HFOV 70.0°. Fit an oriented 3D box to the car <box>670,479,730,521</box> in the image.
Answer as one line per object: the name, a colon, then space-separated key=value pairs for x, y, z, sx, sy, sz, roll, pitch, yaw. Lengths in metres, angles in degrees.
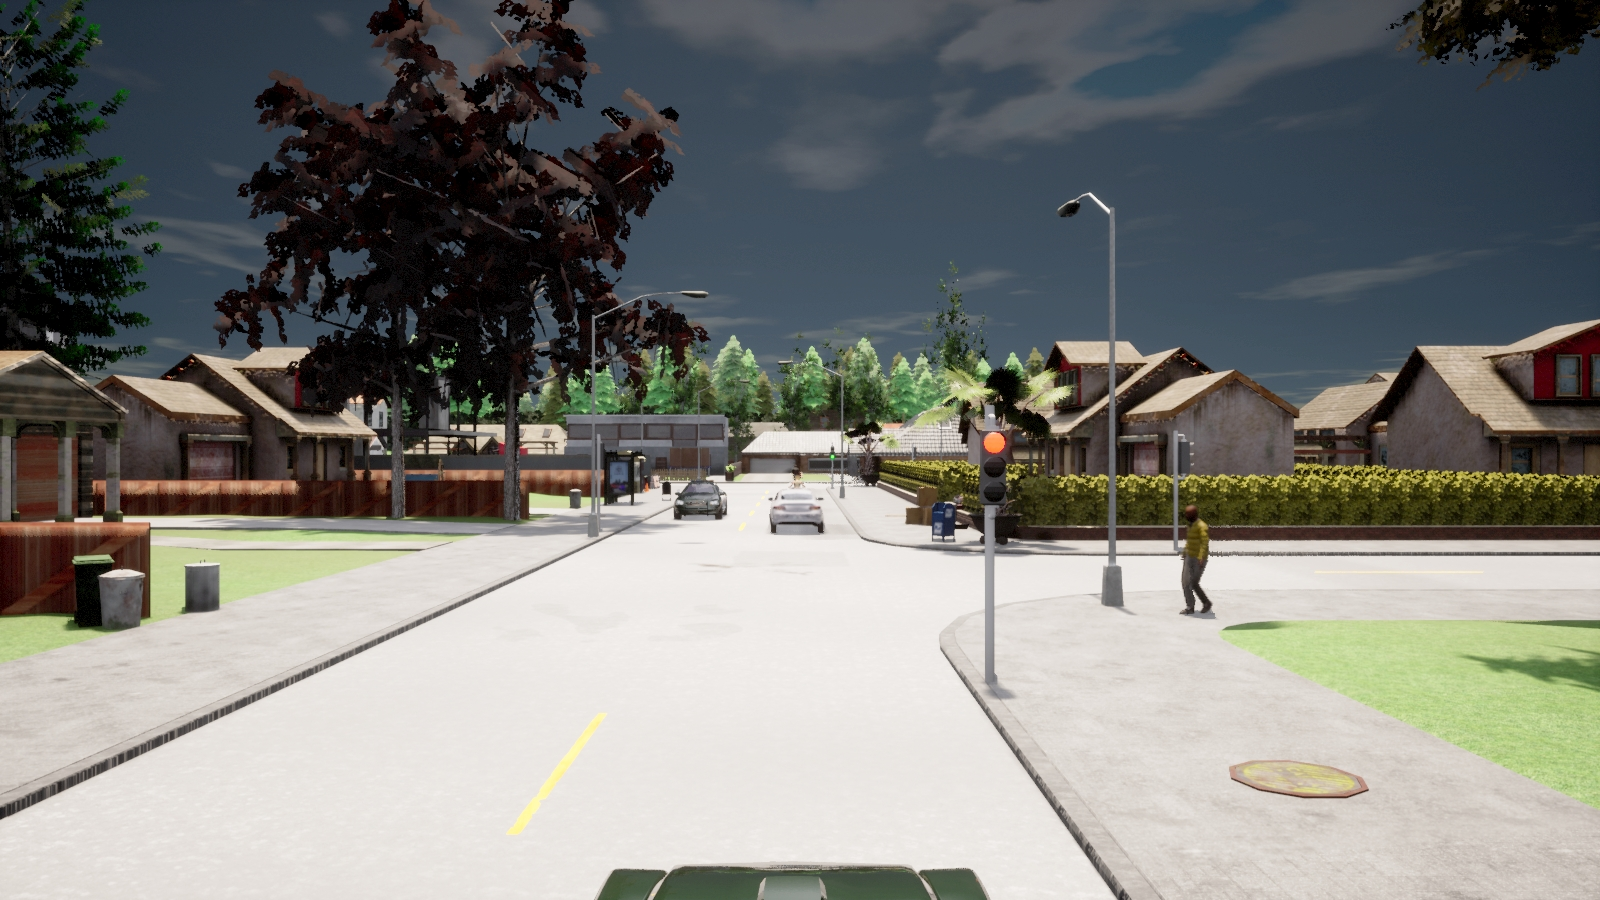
car: x=-4.107 y=2.038 z=47.608 sx=2.038 sy=1.542 sz=4.974 roll=0 pitch=0 yaw=0

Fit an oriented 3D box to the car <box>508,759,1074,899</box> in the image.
car: x=-0.028 y=2.155 z=3.193 sx=1.895 sy=1.301 sz=4.718 roll=0 pitch=0 yaw=0

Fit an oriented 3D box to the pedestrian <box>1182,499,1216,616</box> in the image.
pedestrian: x=6.499 y=1.743 z=18.630 sx=0.375 sy=1.860 sz=0.375 roll=0 pitch=0 yaw=-19

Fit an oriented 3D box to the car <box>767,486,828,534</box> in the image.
car: x=-0.130 y=2.081 z=40.274 sx=2.002 sy=1.442 sz=4.674 roll=0 pitch=0 yaw=-1
